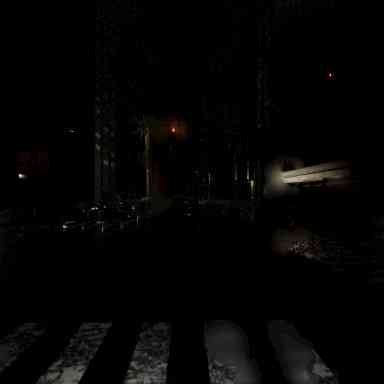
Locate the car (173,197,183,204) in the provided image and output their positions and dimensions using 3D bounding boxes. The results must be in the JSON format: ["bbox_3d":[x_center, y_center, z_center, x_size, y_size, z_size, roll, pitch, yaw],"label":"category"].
[{"bbox_3d":[-2.975,1.790,69.857,1.994,1.385,4.181,0,0,0],"label":"car"}]

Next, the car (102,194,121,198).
[{"bbox_3d":[-9.756,1.319,39.861,2.150,2.045,5.566,0,0,0],"label":"car"}]

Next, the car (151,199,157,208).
[{"bbox_3d":[-6.467,1.738,49.749,1.895,1.301,4.718,0,0,1],"label":"car"}]

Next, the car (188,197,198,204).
[{"bbox_3d":[0.275,1.790,69.874,1.994,1.385,4.181,0,0,0],"label":"car"}]

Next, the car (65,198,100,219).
[{"bbox_3d":[-9.775,1.543,29.915,1.882,1.535,5.008,0,0,0],"label":"car"}]

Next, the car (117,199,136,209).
[{"bbox_3d":[-9.714,1.701,49.822,1.994,1.385,4.181,0,0,0],"label":"car"}]

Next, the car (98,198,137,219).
[{"bbox_3d":[-6.529,1.543,29.649,1.882,1.535,5.008,0,0,0],"label":"car"}]

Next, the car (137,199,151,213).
[{"bbox_3d":[-6.505,1.586,39.116,2.128,1.511,4.902,0,0,0],"label":"car"}]
